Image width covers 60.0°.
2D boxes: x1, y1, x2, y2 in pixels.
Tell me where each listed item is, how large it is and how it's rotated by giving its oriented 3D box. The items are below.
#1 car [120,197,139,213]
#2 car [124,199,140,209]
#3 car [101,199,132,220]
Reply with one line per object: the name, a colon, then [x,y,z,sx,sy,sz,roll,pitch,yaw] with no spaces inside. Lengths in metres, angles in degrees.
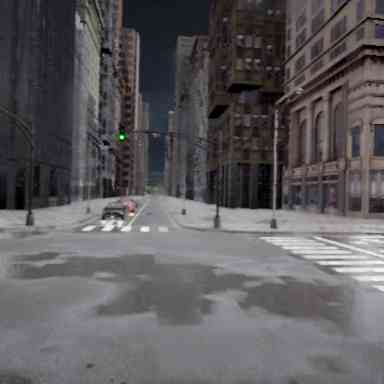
car: [-7.667,1.409,38.591,2.097,1.767,4.553,1,0,-7]
car: [-8.765,1.700,48.722,1.895,1.301,4.718,1,0,-6]
car: [-6.551,1.566,28.529,2.033,1.411,5.357,1,0,-8]
